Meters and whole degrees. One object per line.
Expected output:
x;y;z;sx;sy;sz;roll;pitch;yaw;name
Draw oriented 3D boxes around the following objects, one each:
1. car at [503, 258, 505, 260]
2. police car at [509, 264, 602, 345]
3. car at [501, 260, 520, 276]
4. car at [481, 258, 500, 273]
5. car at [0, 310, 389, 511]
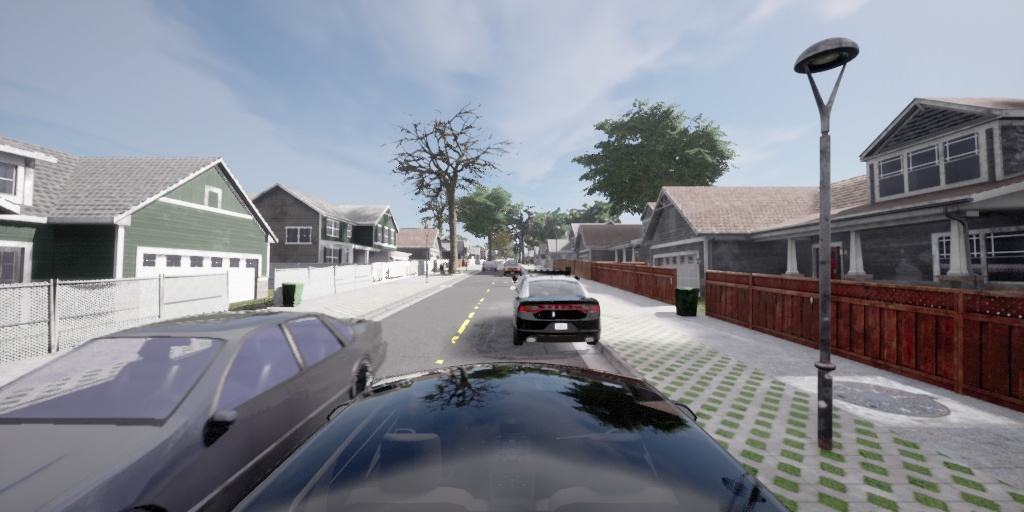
0.038;1.320;49.453;1.837;1.490;4.892;0;0;1;car
0.965;1.178;9.624;1.930;1.638;5.238;0;0;0;police car
0.081;1.373;37.764;1.895;1.301;4.718;0;0;0;car
-2.840;1.325;45.851;1.812;1.442;4.674;0;0;0;car
-2.849;1.298;3.393;2.033;1.411;5.357;0;0;0;car
